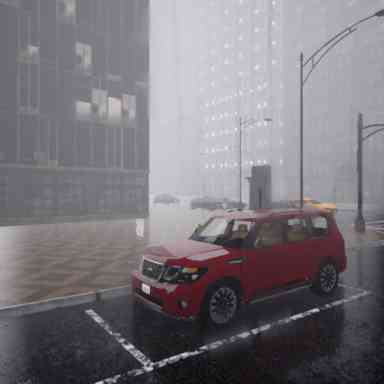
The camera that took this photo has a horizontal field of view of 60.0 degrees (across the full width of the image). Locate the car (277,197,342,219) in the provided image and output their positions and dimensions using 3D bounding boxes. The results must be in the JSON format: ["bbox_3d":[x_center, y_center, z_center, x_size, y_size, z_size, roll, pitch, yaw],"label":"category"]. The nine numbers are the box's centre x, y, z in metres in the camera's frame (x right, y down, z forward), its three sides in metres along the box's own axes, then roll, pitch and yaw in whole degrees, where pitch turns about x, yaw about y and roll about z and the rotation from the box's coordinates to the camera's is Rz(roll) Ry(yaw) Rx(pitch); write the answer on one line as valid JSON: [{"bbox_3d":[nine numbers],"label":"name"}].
[{"bbox_3d":[9.910,1.267,28.471,1.882,1.535,5.008,0,1,-37],"label":"car"}]

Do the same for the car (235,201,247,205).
[{"bbox_3d":[3.847,1.265,36.644,1.895,1.301,4.718,0,1,-37],"label":"car"}]

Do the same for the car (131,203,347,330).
[{"bbox_3d":[1.268,1.314,7.083,5.009,1.841,2.192,0,0,-35],"label":"car"}]

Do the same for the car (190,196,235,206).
[{"bbox_3d":[1.703,1.157,34.079,2.128,1.511,4.902,0,1,-37],"label":"car"}]

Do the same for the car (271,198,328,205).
[{"bbox_3d":[7.625,1.337,26.094,2.033,1.411,5.357,0,1,-37],"label":"car"}]

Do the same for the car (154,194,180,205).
[{"bbox_3d":[-3.592,1.000,46.698,2.128,1.511,4.902,0,1,-36],"label":"car"}]
